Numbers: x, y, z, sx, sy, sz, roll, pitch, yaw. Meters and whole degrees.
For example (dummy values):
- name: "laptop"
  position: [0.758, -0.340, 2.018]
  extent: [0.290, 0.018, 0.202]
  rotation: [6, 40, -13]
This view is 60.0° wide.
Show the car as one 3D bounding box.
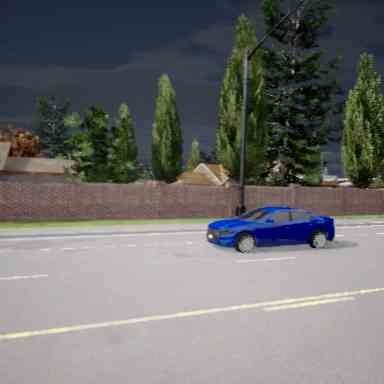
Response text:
- name: "car"
  position: [3.003, 1.303, 12.528]
  extent: [5.008, 1.535, 1.882]
  rotation: [0, 1, -21]
